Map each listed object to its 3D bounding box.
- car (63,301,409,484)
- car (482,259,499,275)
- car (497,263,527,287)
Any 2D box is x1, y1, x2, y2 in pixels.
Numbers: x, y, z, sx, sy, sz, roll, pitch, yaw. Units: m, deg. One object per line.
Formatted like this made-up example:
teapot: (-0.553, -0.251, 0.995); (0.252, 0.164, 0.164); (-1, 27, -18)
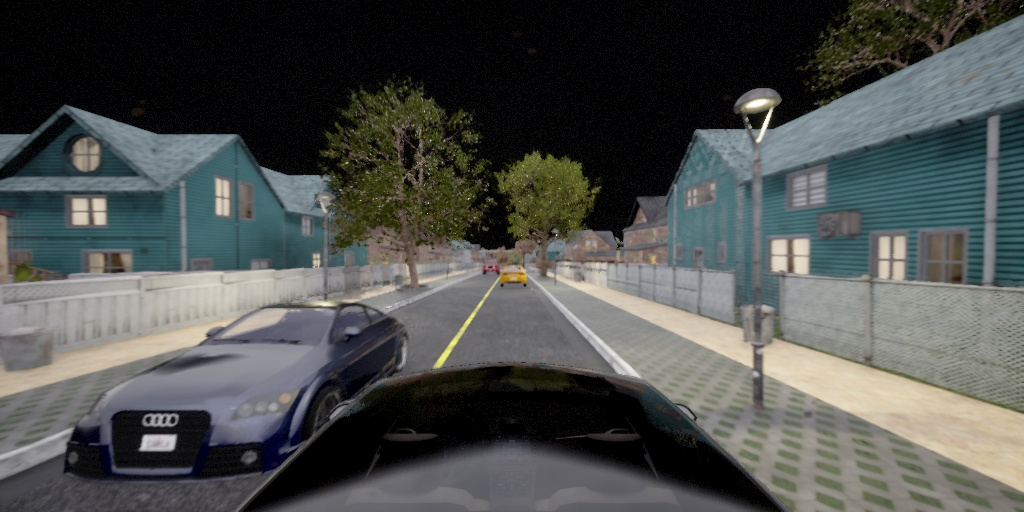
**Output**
car: (-2.851, 1.337, 4.883); (1.994, 1.385, 4.181); (0, -1, 0)
car: (-2.764, 1.453, 48.583); (2.150, 2.045, 5.566); (0, -1, 0)
car: (0.095, 1.444, 27.238); (1.882, 1.535, 5.008); (0, -1, 0)
